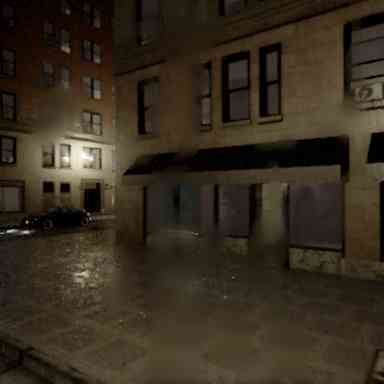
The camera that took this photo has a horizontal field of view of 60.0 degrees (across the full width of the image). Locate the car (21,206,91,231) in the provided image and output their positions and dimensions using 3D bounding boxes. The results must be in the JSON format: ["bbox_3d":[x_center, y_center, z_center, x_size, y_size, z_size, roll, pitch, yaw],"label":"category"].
[{"bbox_3d":[-8.682,1.633,21.456,1.994,1.385,4.181,0,0,36],"label":"car"}]
